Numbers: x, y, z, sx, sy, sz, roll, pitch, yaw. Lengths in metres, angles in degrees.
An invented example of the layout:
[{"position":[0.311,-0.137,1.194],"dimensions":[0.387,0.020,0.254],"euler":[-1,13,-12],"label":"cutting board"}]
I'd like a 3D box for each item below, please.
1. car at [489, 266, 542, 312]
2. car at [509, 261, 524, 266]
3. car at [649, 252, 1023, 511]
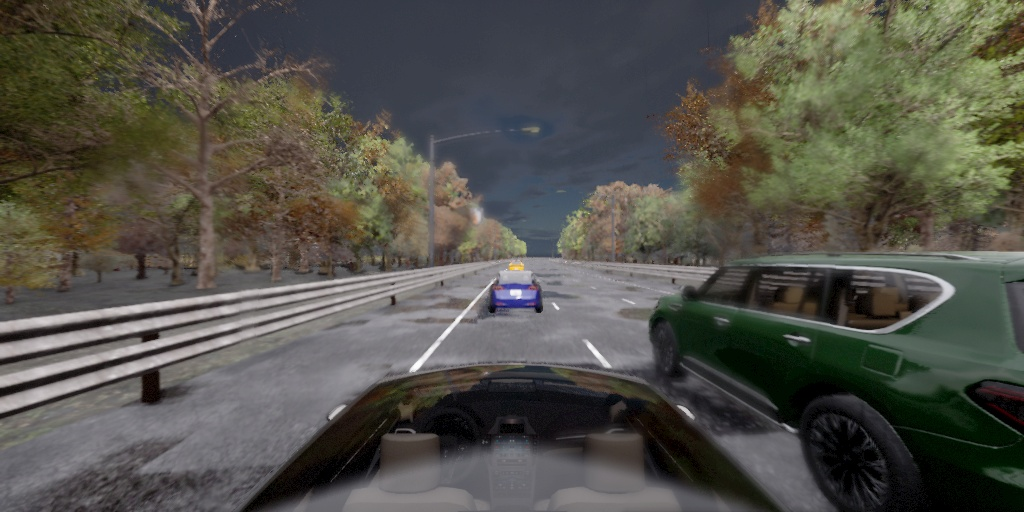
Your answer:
[{"position":[0.145,1.315,14.684],"dimensions":[2.163,1.488,4.792],"euler":[0,0,0],"label":"car"},{"position":[0.590,1.438,46.812],"dimensions":[1.882,1.535,5.008],"euler":[0,0,1],"label":"car"},{"position":[3.601,0.987,4.268],"dimensions":[2.150,2.045,5.566],"euler":[0,0,0],"label":"car"}]
